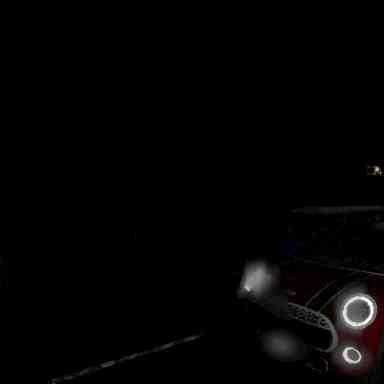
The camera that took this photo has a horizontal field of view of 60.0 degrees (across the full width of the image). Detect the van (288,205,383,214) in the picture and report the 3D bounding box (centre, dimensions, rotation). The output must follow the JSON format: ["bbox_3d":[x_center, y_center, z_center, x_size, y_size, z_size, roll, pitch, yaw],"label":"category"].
[{"bbox_3d":[4.295,1.296,9.583,3.998,1.788,1.690,0,0,-35],"label":"van"}]

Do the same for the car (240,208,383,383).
[{"bbox_3d":[2.934,1.324,5.459,4.553,1.767,2.097,0,0,-35],"label":"car"}]
